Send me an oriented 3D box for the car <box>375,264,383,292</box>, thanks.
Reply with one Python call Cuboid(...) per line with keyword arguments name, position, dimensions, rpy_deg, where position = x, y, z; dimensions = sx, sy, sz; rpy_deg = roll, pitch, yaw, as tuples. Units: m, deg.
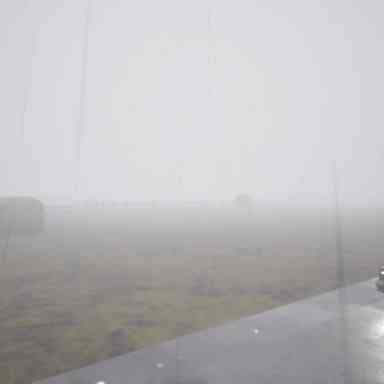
Cuboid(name="car", position=(6.342, 1.543, 7.555), dimensions=(5.357, 1.411, 2.033), rpy_deg=(0, 0, -35))
